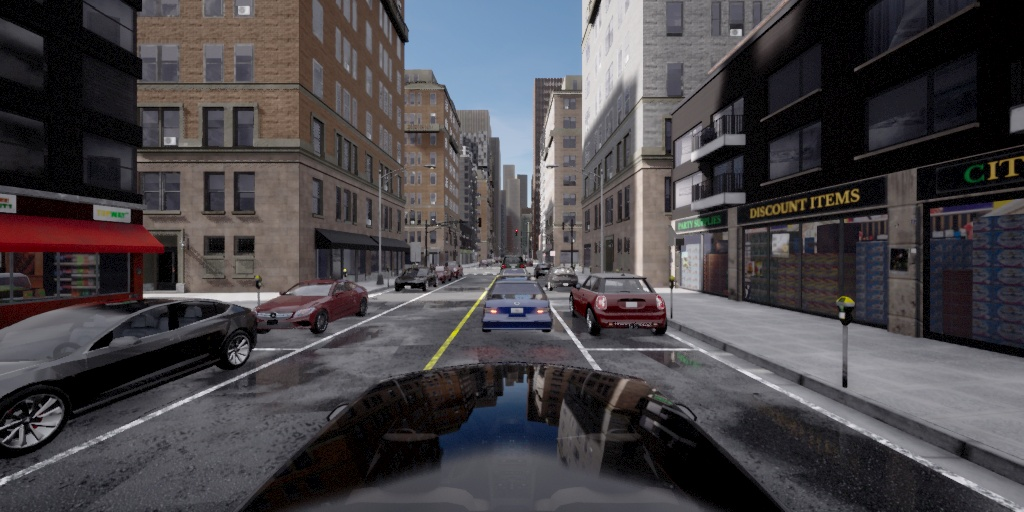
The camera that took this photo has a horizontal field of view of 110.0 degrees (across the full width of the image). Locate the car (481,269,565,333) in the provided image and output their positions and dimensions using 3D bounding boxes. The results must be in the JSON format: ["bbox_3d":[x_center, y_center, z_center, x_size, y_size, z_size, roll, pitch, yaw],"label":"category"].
[{"bbox_3d":[0.122,1.297,10.755,2.033,1.411,5.357,0,0,0],"label":"car"}]

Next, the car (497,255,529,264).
[{"bbox_3d":[0.079,0.975,31.293,2.150,2.045,5.566,0,0,-1],"label":"car"}]

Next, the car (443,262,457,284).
[{"bbox_3d":[-5.610,1.334,27.065,1.802,1.307,4.207,0,0,0],"label":"car"}]

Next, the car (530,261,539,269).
[{"bbox_3d":[2.930,1.319,32.545,1.948,1.339,4.313,0,0,0],"label":"car"}]

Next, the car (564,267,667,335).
[{"bbox_3d":[2.875,1.190,10.540,1.967,1.591,4.097,0,0,0],"label":"car"}]

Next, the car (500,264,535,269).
[{"bbox_3d":[0.145,1.352,21.261,1.895,1.301,4.718,0,0,0],"label":"car"}]

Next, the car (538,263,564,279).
[{"bbox_3d":[2.902,1.301,21.542,2.007,1.370,4.403,0,0,0],"label":"car"}]

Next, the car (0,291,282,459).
[{"bbox_3d":[-5.664,1.315,5.060,1.948,1.339,4.313,0,0,0],"label":"car"}]

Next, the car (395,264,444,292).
[{"bbox_3d":[-5.623,1.317,21.563,1.948,1.339,4.313,0,0,0],"label":"car"}]

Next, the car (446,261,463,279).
[{"bbox_3d":[-5.596,1.193,32.566,1.967,1.591,4.097,0,0,0],"label":"car"}]

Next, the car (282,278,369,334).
[{"bbox_3d":[-5.650,1.332,10.561,1.802,1.307,4.207,0,0,0],"label":"car"}]
